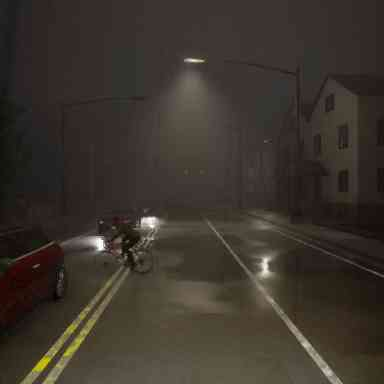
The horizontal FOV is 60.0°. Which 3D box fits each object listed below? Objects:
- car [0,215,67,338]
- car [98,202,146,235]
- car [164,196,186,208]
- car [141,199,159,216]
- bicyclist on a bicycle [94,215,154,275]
[{"bbox_3d":[-3.691,1.351,5.246,2.097,1.767,4.553,0,0,-1],"label":"car"},{"bbox_3d":[-4.018,1.525,19.170,1.812,1.442,4.674,0,0,-1],"label":"car"},{"bbox_3d":[-2.552,1.337,49.070,2.097,1.767,4.553,0,0,-21],"label":"car"},{"bbox_3d":[-4.318,1.492,33.103,2.128,1.511,4.902,0,0,-1],"label":"car"},{"bbox_3d":[-1.864,1.455,9.027,1.656,1.620,0.582,-2,0,-1],"label":"bicyclist on a bicycle"}]
